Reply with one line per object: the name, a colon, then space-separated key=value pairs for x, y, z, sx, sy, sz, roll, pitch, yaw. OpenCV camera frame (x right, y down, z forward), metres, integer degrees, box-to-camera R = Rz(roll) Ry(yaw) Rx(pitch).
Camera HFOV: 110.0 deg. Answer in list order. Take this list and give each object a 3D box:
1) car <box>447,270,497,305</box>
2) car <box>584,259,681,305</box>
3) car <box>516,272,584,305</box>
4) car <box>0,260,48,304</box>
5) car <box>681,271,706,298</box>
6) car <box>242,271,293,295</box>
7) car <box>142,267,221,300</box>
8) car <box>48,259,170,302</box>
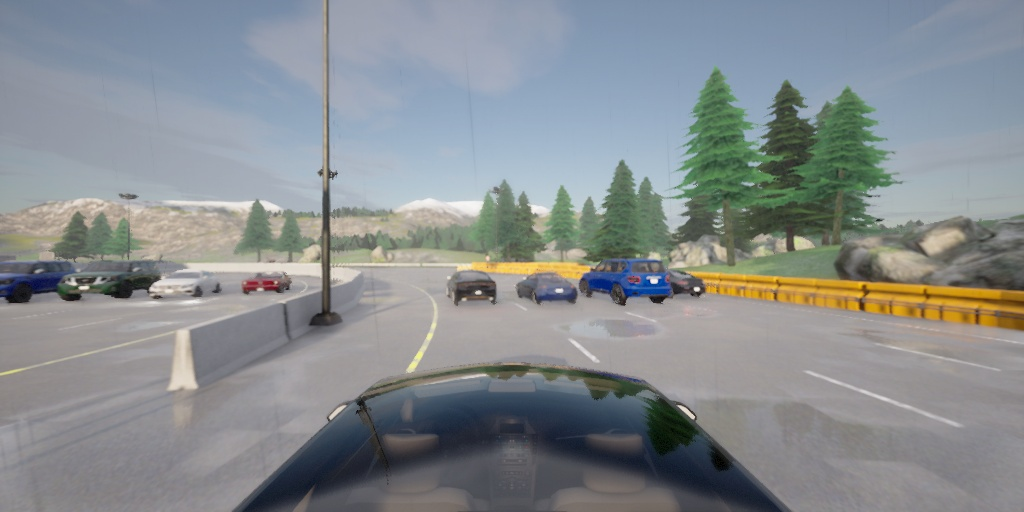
car: x=-2.069 y=1.406 z=17.457 sx=1.882 sy=1.535 sz=5.008 roll=0 pitch=0 yaw=-15
car: x=5.238 y=1.137 z=17.359 sx=2.150 sy=2.045 sz=5.566 roll=0 pitch=0 yaw=-13
car: x=1.551 y=1.487 z=17.466 sx=1.994 sy=1.385 sz=4.181 roll=0 pitch=0 yaw=-15
car: x=-24.535 y=1.241 z=17.901 sx=2.150 sy=2.045 sz=5.566 roll=-1 pitch=-1 yaw=-25
car: x=8.319 y=1.442 z=19.444 sx=1.812 sy=1.442 sz=4.674 roll=0 pitch=0 yaw=-14
car: x=-14.853 y=1.594 z=21.941 sx=1.895 sy=1.301 sz=4.718 roll=0 pitch=-1 yaw=-24
car: x=-17.752 y=1.494 z=19.778 sx=1.812 sy=1.442 sz=4.674 roll=0 pitch=-1 yaw=-23
car: x=-21.402 y=1.220 z=19.468 sx=2.150 sy=2.045 sz=5.566 roll=-1 pitch=-1 yaw=-25
